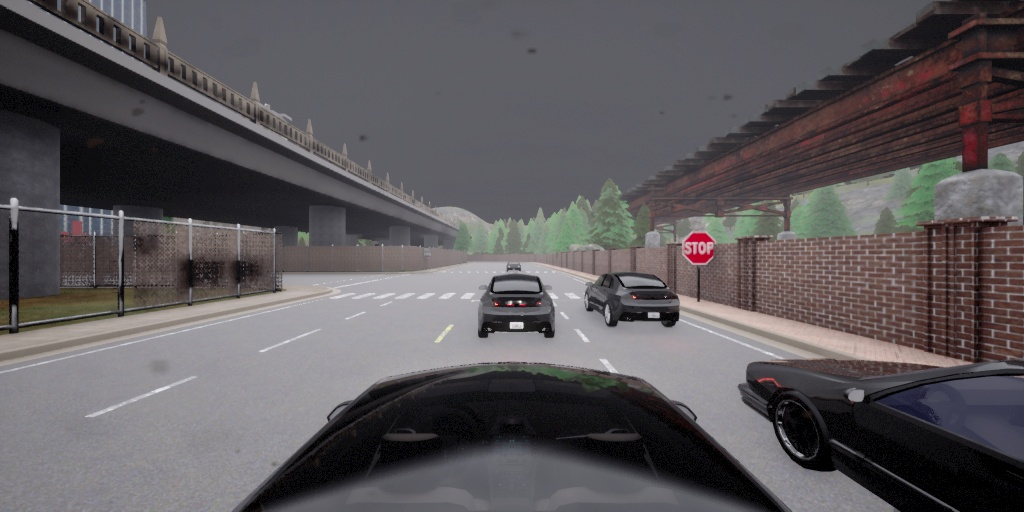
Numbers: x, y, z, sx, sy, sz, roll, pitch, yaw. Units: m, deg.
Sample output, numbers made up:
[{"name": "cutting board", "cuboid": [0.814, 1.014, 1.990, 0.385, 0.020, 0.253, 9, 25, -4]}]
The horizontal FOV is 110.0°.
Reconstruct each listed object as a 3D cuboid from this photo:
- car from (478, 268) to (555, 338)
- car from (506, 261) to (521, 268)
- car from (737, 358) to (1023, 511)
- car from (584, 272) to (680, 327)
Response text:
[{"name": "car", "cuboid": [0.105, 1.255, 10.166, 1.837, 1.490, 4.892, 0, 0, 0]}, {"name": "car", "cuboid": [0.218, 1.351, 46.393, 1.895, 1.301, 4.718, 0, 0, -1]}, {"name": "car", "cuboid": [3.600, 1.297, 1.776, 2.033, 1.411, 5.357, 0, 0, 0]}, {"name": "car", "cuboid": [3.608, 1.255, 11.522, 1.837, 1.490, 4.892, 0, 0, 0]}]
